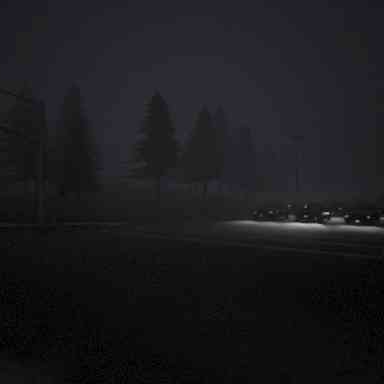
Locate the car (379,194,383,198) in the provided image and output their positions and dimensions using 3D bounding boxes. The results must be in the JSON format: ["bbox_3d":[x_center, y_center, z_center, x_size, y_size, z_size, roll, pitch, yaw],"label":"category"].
[{"bbox_3d":[24.184,1.254,40.944,2.150,2.045,5.566,-1,0,35],"label":"car"}]

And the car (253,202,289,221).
[{"bbox_3d":[6.819,1.613,28.402,1.812,1.442,4.674,-1,0,35],"label":"car"}]

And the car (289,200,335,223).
[{"bbox_3d":[9.528,1.623,26.203,1.994,1.385,4.181,-1,0,35],"label":"car"}]

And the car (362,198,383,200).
[{"bbox_3d":[18.145,1.557,32.366,1.812,1.442,4.674,-1,0,35],"label":"car"}]

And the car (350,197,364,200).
[{"bbox_3d":[20.959,1.411,42.372,2.097,1.767,4.553,-1,0,38],"label":"car"}]

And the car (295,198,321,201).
[{"bbox_3d":[11.869,1.440,35.620,2.097,1.767,4.553,-1,0,35],"label":"car"}]

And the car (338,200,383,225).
[{"bbox_3d":[12.674,1.578,24.595,2.033,1.411,5.357,-1,0,35],"label":"car"}]

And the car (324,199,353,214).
[{"bbox_3d":[14.561,1.660,33.361,1.895,1.301,4.718,-1,0,35],"label":"car"}]

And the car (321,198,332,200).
[{"bbox_3d":[17.731,1.580,43.937,2.128,1.511,4.902,-1,0,35],"label":"car"}]
